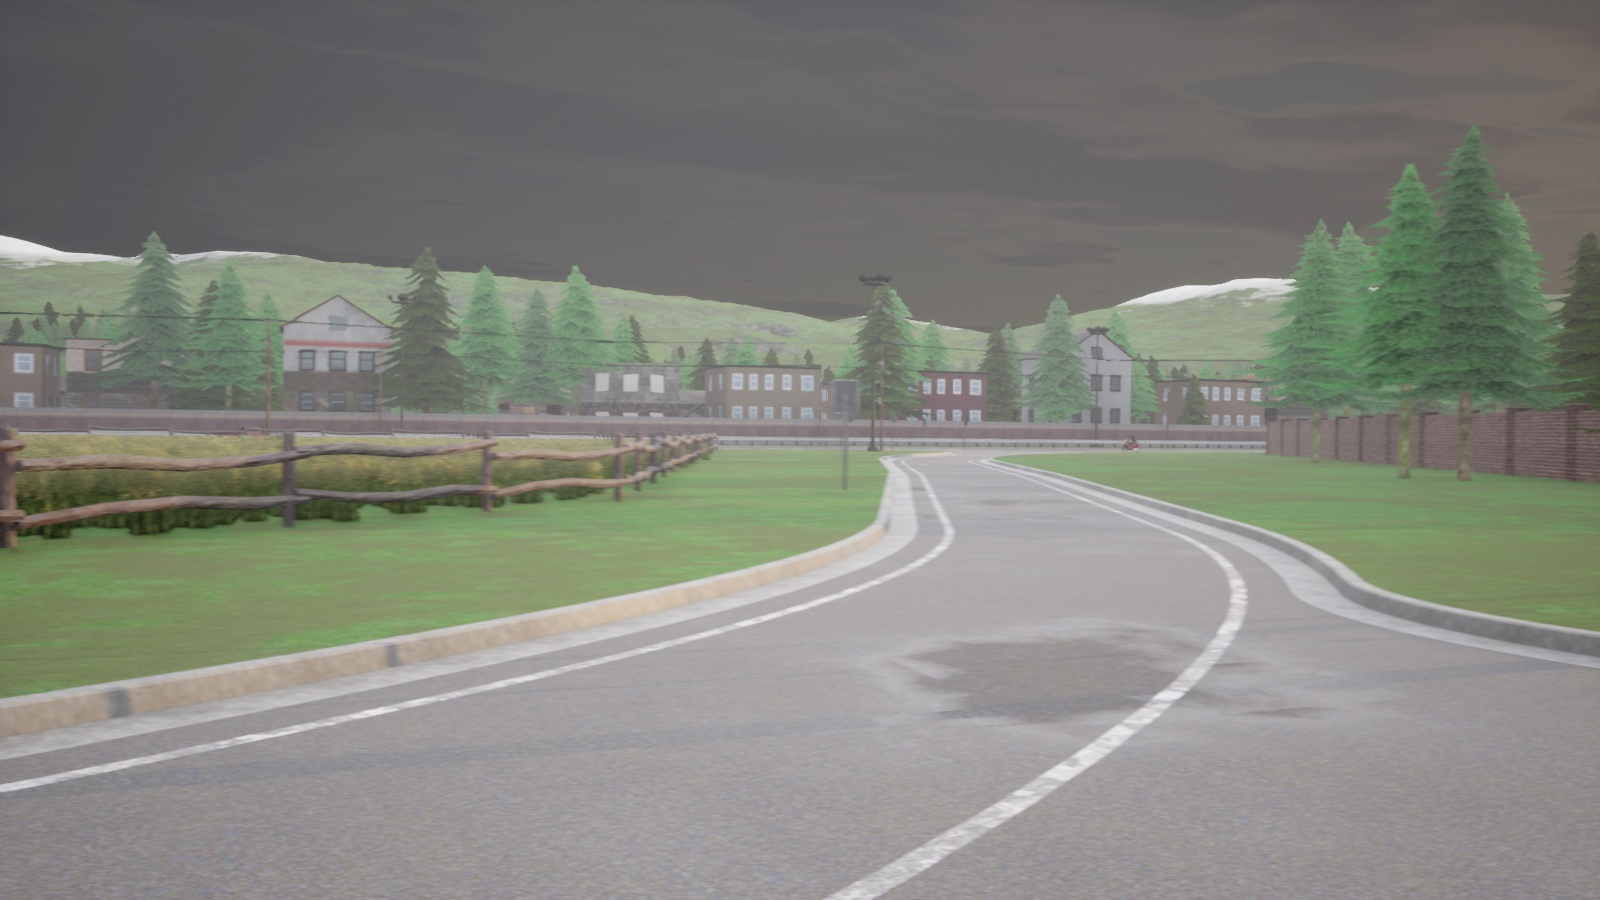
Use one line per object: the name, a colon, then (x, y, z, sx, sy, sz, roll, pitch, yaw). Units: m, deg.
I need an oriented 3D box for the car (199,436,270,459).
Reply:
car: (-37.988, -0.156, 84.452, 4.193, 1.474, 1.816, -1, 1, -21)
